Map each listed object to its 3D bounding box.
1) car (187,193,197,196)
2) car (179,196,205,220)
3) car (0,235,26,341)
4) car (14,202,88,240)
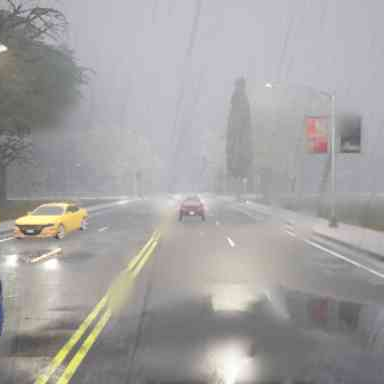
[{"bbox_3d":[0.097,1.129,41.261,1.895,1.301,4.718,0,1,0],"label":"car"},{"bbox_3d":[-0.005,1.237,24.844,1.812,1.442,4.674,0,1,0],"label":"car"},{"bbox_3d":[-3.348,1.450,2.250,1.882,1.535,5.008,0,1,0],"label":"car"},{"bbox_3d":[-6.574,1.290,16.024,1.882,1.535,5.008,0,1,0],"label":"car"}]
